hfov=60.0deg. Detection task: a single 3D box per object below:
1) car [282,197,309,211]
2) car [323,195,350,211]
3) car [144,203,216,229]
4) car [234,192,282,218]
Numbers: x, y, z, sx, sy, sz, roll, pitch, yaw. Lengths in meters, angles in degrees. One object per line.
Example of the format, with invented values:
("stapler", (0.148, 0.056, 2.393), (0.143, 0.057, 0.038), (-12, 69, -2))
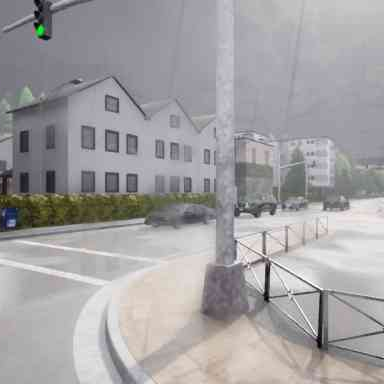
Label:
("car", (11.545, 1.304, 37.088), (2.128, 1.511, 4.902), (0, 0, 36))
("car", (16.387, 1.164, 37.606), (2.097, 1.767, 4.553), (0, 0, 35))
("car", (-0.490, 1.360, 20.195), (2.033, 1.411, 5.357), (0, 0, 35))
("car", (5.476, 1.034, 28.607), (2.150, 2.045, 5.566), (0, 0, 35))
